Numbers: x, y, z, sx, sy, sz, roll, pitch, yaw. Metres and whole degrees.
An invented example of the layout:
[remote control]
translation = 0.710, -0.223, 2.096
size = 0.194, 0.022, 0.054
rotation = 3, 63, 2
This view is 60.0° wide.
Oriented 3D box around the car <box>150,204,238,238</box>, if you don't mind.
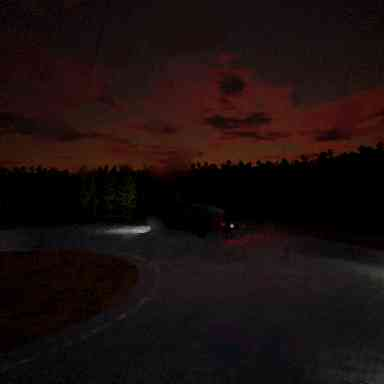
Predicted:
[car]
translation = 0.012, 1.290, 15.969
size = 4.674, 1.442, 1.812
rotation = -1, 1, 42
